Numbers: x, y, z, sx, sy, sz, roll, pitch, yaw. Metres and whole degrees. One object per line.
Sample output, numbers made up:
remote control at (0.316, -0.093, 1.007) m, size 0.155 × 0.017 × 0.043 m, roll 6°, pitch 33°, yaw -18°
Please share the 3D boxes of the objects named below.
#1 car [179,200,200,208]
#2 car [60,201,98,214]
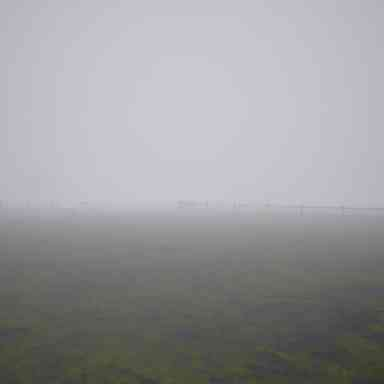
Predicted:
car at (-0.488, 2.104, 58.248) m, size 2.128 × 1.511 × 4.902 m, roll -1°, pitch -2°, yaw 36°
car at (-13.510, 1.862, 39.932) m, size 1.812 × 1.442 × 4.674 m, roll -1°, pitch -1°, yaw 35°
